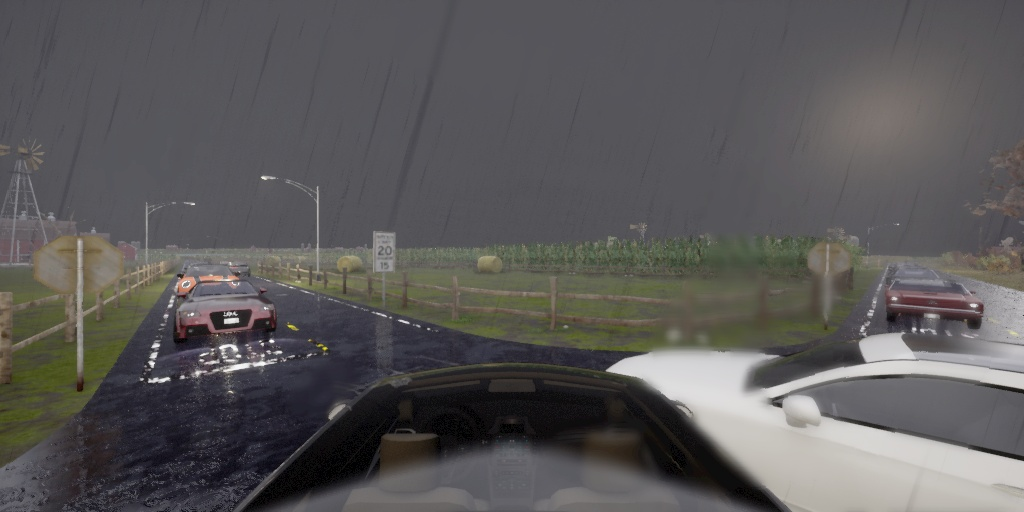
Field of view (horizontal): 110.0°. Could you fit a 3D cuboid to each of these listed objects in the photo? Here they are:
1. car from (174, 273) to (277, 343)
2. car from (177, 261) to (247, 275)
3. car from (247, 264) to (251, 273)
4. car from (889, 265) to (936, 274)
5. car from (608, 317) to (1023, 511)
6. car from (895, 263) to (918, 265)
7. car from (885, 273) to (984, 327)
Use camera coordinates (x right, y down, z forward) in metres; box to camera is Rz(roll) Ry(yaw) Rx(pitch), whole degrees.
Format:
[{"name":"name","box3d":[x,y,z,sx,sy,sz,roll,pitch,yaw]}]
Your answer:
[{"name":"car","box3d":[-8.010,1.357,9.966,1.994,1.385,4.181,0,0,-43]},{"name":"car","box3d":[-13.834,1.144,16.406,2.097,1.767,4.553,0,0,-42]},{"name":"car","box3d":[-27.241,1.292,35.537,2.128,1.511,4.902,0,0,-42]},{"name":"car","box3d":[20.465,1.370,18.214,5.357,1.411,2.033,0,1,-43]},{"name":"car","box3d":[2.825,1.294,2.458,1.812,1.442,4.674,0,1,-44]},{"name":"car","box3d":[27.174,1.411,24.519,4.181,1.385,1.994,0,1,-43]},{"name":"car","box3d":[13.436,1.402,11.599,4.718,1.301,1.895,0,1,-43]}]
